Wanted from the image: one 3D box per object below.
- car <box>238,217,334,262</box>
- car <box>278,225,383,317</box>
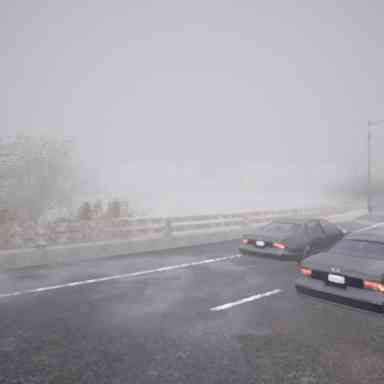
[{"bbox_3d":[3.919,1.582,11.579,5.357,1.411,2.033,0,0,-41],"label":"car"},{"bbox_3d":[4.440,1.566,7.433,5.357,1.411,2.033,0,0,-40],"label":"car"}]
